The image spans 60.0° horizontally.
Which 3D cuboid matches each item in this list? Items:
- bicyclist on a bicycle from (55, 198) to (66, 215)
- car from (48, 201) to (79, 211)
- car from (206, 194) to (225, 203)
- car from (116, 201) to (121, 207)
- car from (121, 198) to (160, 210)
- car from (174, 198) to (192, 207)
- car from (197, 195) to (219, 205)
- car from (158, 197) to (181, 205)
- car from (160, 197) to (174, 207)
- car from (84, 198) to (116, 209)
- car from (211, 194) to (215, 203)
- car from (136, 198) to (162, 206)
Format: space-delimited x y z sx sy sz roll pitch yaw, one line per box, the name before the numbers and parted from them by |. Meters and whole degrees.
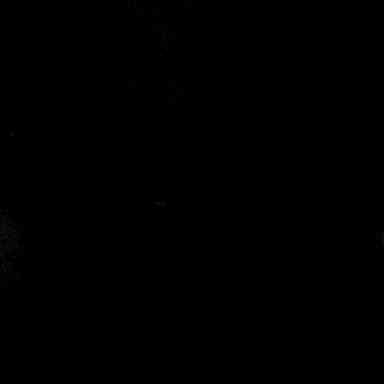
bicyclist on a bicycle | -12.209 1.369 30.859 1.656 1.620 0.582 -1 -1 35
car | -16.978 1.811 44.169 1.802 1.307 4.206 -1 0 35
car | 5.430 1.467 76.669 2.192 1.841 5.009 -1 0 35
car | -10.575 1.782 53.454 1.802 1.307 4.206 -1 0 35
car | -6.763 1.642 43.968 1.947 1.339 4.313 -1 0 35
car | -0.361 1.595 53.252 1.887 1.381 4.507 -1 0 35
car | 3.029 1.429 62.871 2.097 1.767 4.553 -1 -1 35
car | -4.172 1.744 62.740 1.947 1.339 4.313 -1 0 35
car | -3.478 1.599 53.367 1.837 1.490 4.892 -1 -1 35
car | -13.779 1.654 48.812 1.967 1.590 4.097 -1 0 35
car | 2.838 1.355 57.896 2.192 1.841 5.009 -1 0 35
car | -7.471 1.714 57.956 1.752 1.417 4.829 -1 0 35
